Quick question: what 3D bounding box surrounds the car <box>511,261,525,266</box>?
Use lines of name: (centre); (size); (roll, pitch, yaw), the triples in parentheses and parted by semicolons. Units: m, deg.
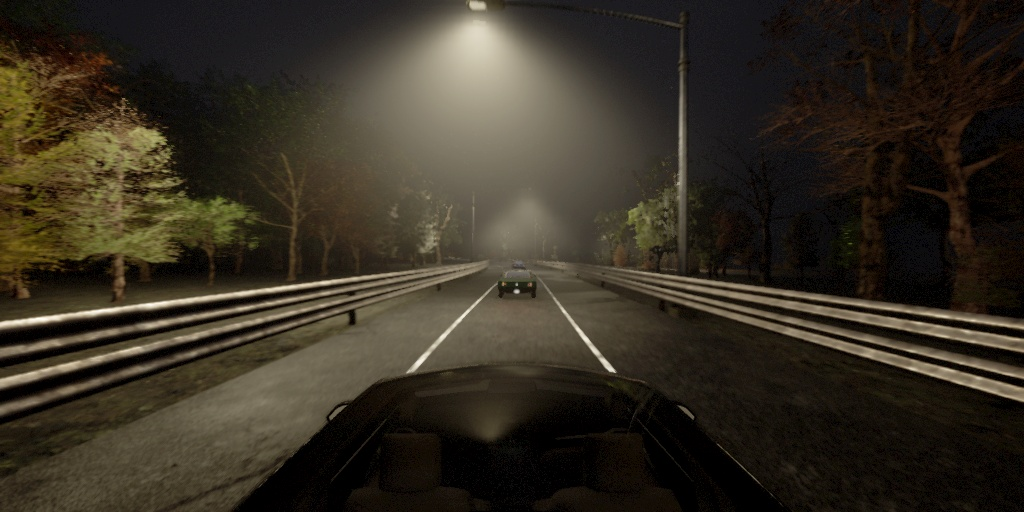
car: (0.850, 1.374, 51.473); (2.033, 1.411, 5.357); (0, 0, -3)

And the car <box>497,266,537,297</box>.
car: (0.322, 1.387, 19.243); (1.895, 1.301, 4.718); (0, 0, 2)
